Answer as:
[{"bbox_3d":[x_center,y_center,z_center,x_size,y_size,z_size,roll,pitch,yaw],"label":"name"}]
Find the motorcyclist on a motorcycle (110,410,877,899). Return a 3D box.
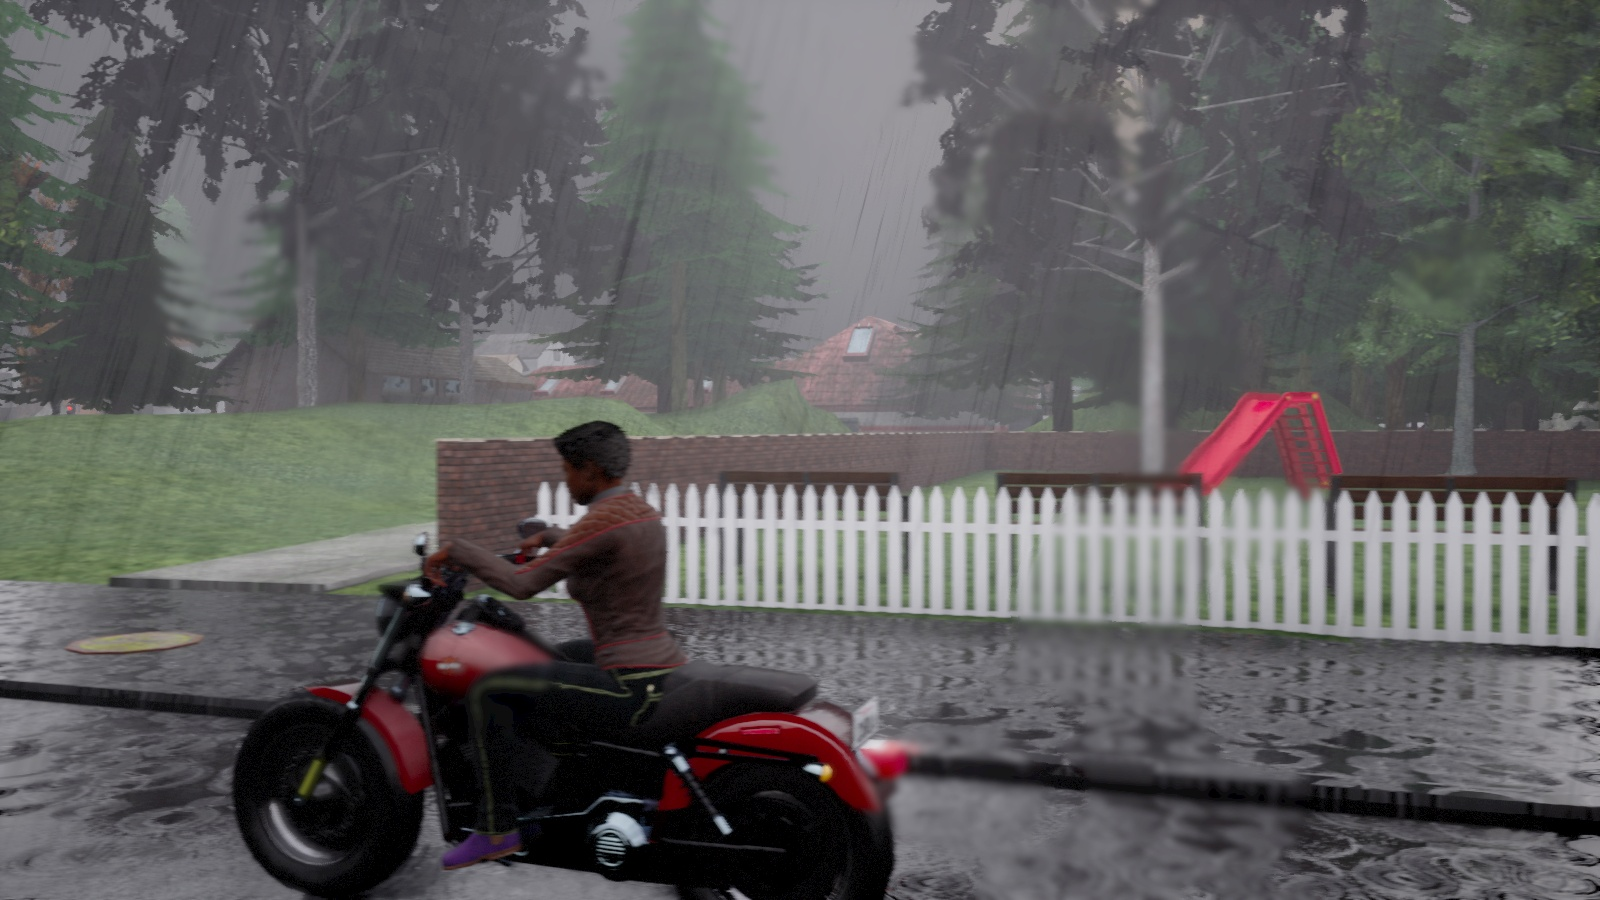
[{"bbox_3d":[-0.991,0.708,4.054,2.350,1.649,0.766,0,1,19],"label":"motorcyclist on a motorcycle"}]
